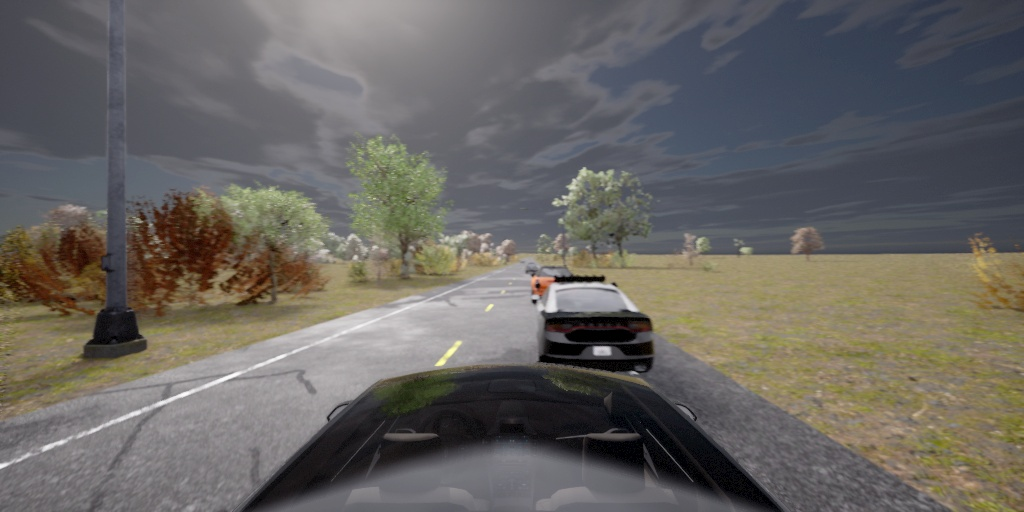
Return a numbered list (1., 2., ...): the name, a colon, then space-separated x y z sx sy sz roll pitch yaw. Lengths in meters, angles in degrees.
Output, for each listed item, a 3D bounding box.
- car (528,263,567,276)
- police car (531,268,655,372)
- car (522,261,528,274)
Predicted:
1. car: 1.996 1.254 17.729 2.097 1.767 4.553 -1 -1 3
2. police car: 1.469 1.226 7.883 1.930 1.638 5.238 -1 -1 3
3. car: 2.824 1.777 51.319 2.033 1.411 5.357 -1 -1 3
